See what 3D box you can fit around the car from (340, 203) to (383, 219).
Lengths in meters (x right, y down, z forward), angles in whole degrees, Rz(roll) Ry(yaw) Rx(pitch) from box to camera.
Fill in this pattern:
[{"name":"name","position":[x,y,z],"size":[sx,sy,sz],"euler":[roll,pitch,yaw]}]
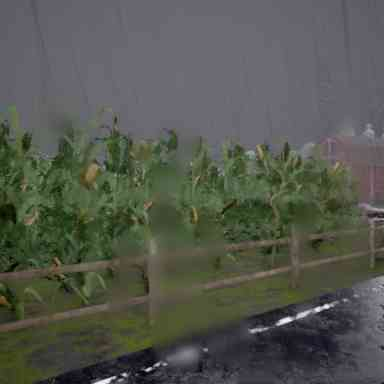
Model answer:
[{"name":"car","position":[15.952,1.768,31.835],"size":[2.033,1.411,5.357],"euler":[1,-1,-31]}]
